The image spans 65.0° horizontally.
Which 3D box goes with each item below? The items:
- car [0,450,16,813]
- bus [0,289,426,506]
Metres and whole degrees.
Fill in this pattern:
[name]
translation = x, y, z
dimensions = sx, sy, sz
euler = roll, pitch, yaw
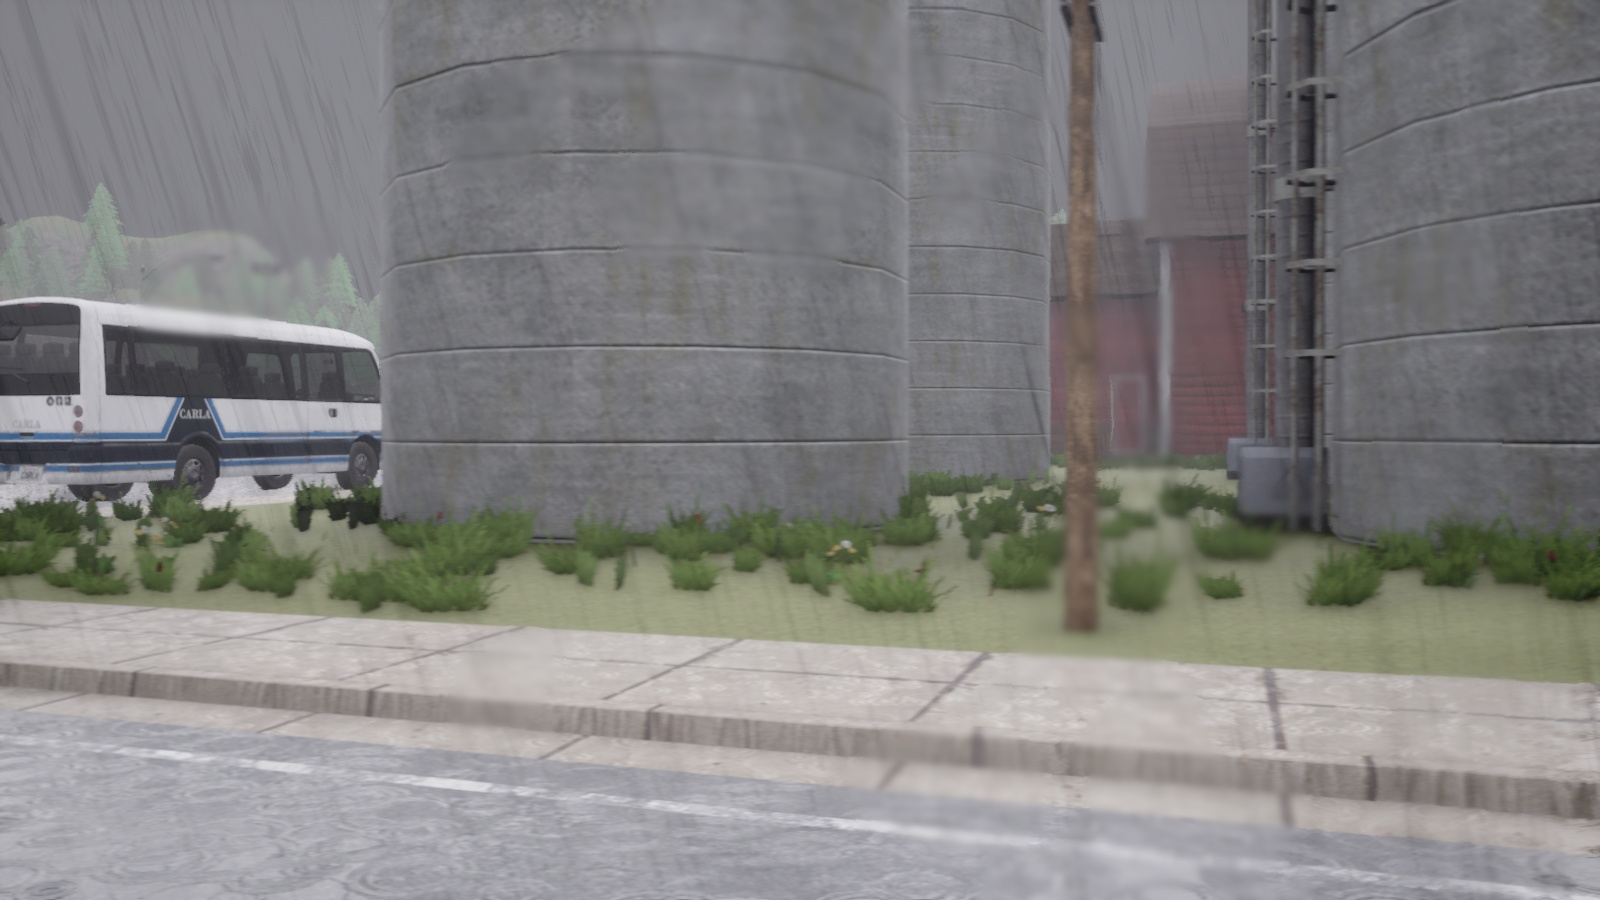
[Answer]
[car]
translation = -5.508, 0.730, 5.016
dimensions = 4.193, 1.474, 1.816
euler = 1, 1, 20
[bus]
translation = -13.685, -1.111, 30.075
dimensions = 3.944, 4.253, 10.273
euler = 1, 1, 18
